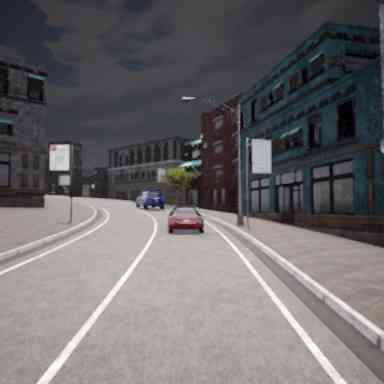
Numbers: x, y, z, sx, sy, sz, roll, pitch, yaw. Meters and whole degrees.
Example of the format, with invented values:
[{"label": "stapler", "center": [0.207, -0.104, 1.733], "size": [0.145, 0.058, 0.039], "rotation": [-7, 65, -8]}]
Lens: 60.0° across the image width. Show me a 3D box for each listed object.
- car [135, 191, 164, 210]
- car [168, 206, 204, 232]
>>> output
[{"label": "car", "center": [-4.829, 0.889, 37.713], "size": [2.150, 2.045, 5.566], "rotation": [2, 1, -23]}, {"label": "car", "center": [-0.437, 1.488, 19.628], "size": [1.994, 1.385, 4.181], "rotation": [0, 0, -4]}]
